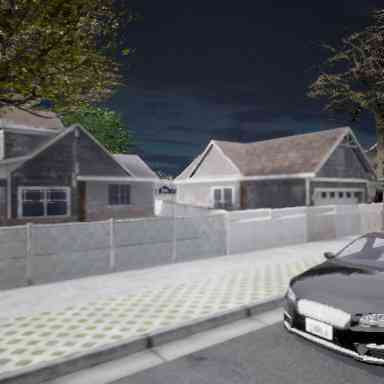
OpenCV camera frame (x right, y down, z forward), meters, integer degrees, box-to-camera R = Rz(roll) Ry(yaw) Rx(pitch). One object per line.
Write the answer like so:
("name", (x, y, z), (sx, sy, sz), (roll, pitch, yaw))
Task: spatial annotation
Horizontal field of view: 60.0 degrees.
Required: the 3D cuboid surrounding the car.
("car", (3.601, 1.455, 5.651), (4.902, 1.511, 2.128), (0, 0, -36))
